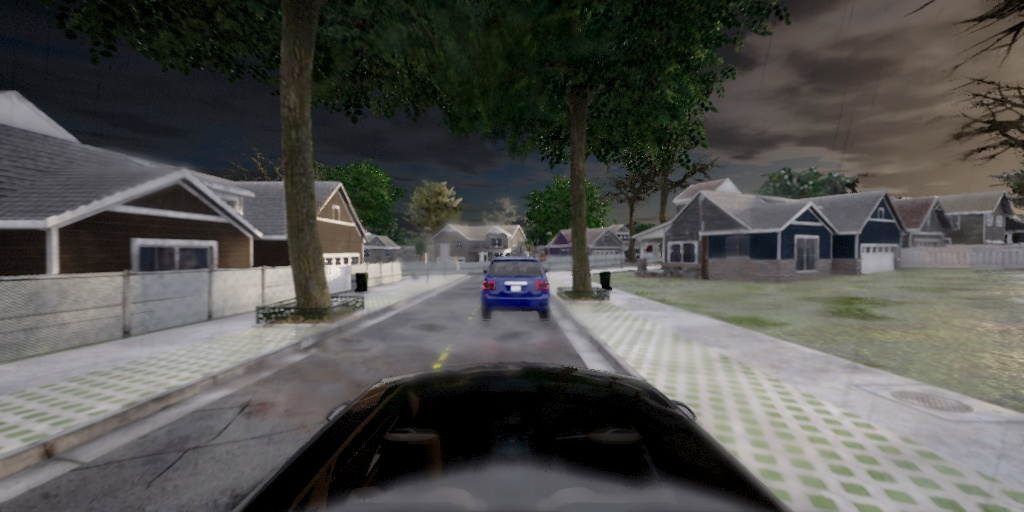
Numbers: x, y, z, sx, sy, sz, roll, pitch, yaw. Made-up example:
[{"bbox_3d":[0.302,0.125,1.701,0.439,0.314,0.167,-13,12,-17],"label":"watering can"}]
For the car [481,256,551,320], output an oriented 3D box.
[{"bbox_3d":[0.112,1.027,12.983,2.150,2.045,5.566,0,0,0],"label":"car"}]
